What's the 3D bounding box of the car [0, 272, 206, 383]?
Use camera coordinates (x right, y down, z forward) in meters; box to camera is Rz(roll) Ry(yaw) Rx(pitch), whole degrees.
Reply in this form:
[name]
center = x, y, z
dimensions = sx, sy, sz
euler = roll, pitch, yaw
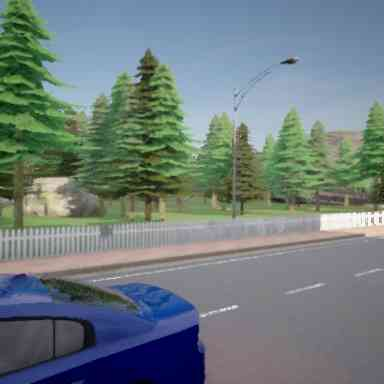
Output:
[car]
center = -2.191, 1.475, 2.435
dimensions = 5.008, 1.535, 1.882
euler = 1, 0, -36
